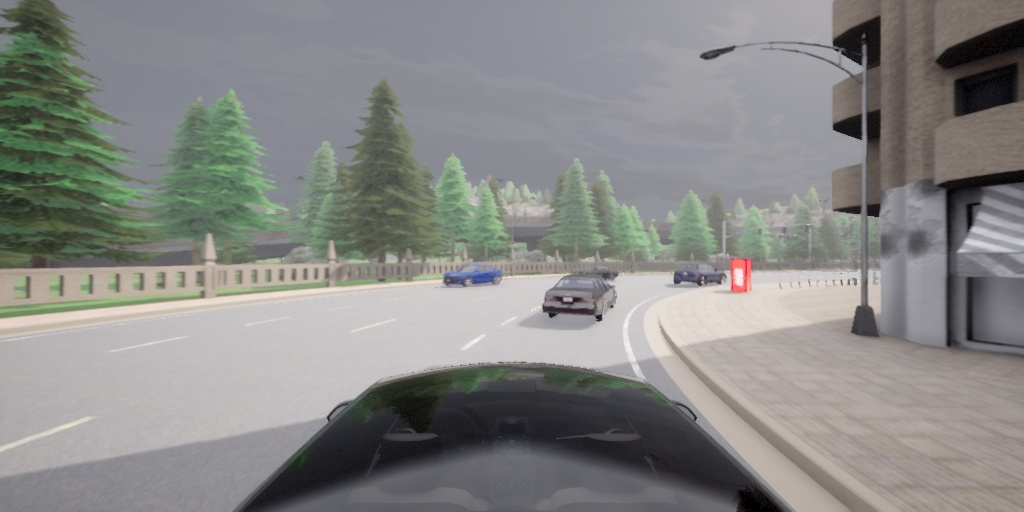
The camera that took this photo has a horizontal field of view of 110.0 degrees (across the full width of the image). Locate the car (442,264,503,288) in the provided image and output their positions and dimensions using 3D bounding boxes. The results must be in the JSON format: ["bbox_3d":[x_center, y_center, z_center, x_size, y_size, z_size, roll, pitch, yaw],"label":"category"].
[{"bbox_3d":[-2.668,1.327,25.143,1.882,1.535,5.008,0,-1,35],"label":"car"}]

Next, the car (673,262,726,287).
[{"bbox_3d":[14.487,1.333,27.584,4.553,1.767,2.097,0,0,-35],"label":"car"}]

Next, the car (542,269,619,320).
[{"bbox_3d":[2.630,1.373,13.099,2.033,1.411,5.357,0,0,22],"label":"car"}]

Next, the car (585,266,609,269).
[{"bbox_3d":[7.091,1.546,30.985,4.718,1.301,1.895,1,0,-40],"label":"car"}]

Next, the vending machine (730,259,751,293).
[{"bbox_3d":[13.091,1.130,20.512,1.100,2.100,0.880,0,0,45],"label":"vending machine"}]
